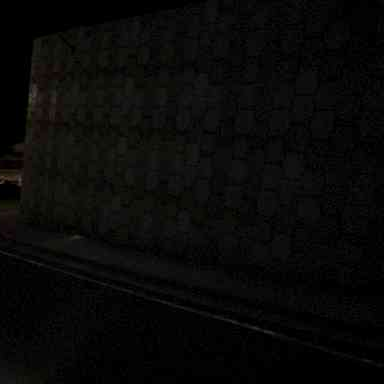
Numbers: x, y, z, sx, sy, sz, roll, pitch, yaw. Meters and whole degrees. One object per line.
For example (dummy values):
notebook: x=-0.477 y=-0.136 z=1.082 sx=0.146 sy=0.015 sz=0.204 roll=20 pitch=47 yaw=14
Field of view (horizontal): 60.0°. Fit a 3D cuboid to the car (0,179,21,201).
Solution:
car: x=-12.622 y=-0.191 z=23.830 sx=1.895 sy=1.301 sz=4.718 roll=11 pitch=6 yaw=36
